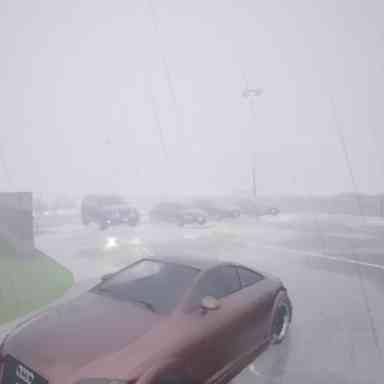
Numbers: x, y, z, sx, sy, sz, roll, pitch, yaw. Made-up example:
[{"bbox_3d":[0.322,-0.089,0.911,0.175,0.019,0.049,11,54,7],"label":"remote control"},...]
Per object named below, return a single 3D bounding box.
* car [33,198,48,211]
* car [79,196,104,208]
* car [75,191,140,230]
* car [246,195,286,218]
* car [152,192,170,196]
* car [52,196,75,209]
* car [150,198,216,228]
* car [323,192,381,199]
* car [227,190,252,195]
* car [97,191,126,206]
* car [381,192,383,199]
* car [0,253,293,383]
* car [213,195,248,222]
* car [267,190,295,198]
[{"bbox_3d":[-18.925,1.495,40.413,1.882,1.535,5.008,-2,1,-35],"label":"car"},{"bbox_3d":[-13.754,1.357,45.229,1.994,1.385,4.181,-2,1,-35],"label":"car"},{"bbox_3d":[-5.361,1.161,21.219,2.150,2.045,5.566,-2,2,-35],"label":"car"},{"bbox_3d":[4.630,1.164,25.281,1.994,1.385,4.181,-2,1,-35],"label":"car"},{"bbox_3d":[-5.605,0.857,58.216,1.837,1.490,4.892,-2,1,-35],"label":"car"},{"bbox_3d":[-16.688,1.258,43.310,2.097,1.767,4.553,-2,1,-35],"label":"car"},{"bbox_3d":[-0.939,1.332,21.034,1.837,1.490,4.892,-2,1,-35],"label":"car"},{"bbox_3d":[14.039,0.741,30.497,2.128,1.511,4.902,-2,1,-35],"label":"car"},{"bbox_3d":[7.288,0.438,52.114,2.097,1.767,4.553,-2,1,-35],"label":"car"},{"bbox_3d":[-11.743,0.907,48.439,2.150,2.045,5.566,-2,1,-35],"label":"car"},{"bbox_3d":[20.219,0.545,33.877,1.812,1.442,4.674,-2,1,-35],"label":"car"},{"bbox_3d":[-0.243,1.590,4.445,1.994,1.385,4.181,1,0,38],"label":"car"},{"bbox_3d":[1.387,1.194,23.801,1.882,1.535,5.008,-2,1,-35],"label":"car"},{"bbox_3d":[13.182,0.482,49.857,1.812,1.442,4.674,-2,1,-35],"label":"car"}]
